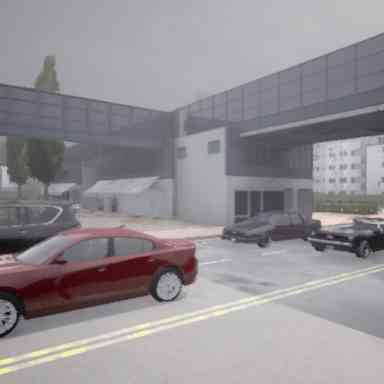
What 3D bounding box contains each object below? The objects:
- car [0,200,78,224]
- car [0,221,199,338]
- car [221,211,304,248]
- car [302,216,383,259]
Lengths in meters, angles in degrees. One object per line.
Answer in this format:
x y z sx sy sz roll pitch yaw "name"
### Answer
-5.646 1.226 8.544 5.566 2.045 2.150 1 0 -35 "car"
-2.184 1.488 6.721 5.008 1.535 1.882 1 0 -35 "car"
3.881 1.606 15.340 5.357 1.411 2.033 0 0 -35 "car"
6.671 1.664 13.027 4.718 1.301 1.895 0 0 -35 "car"
